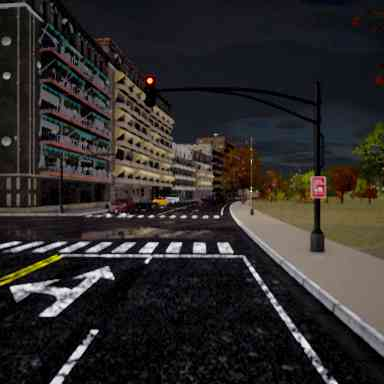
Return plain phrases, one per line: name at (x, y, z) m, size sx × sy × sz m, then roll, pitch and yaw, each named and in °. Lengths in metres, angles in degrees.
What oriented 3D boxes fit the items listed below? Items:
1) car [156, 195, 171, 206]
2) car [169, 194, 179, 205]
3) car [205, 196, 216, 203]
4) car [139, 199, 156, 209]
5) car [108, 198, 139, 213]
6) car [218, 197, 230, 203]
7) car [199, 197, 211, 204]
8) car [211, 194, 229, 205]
car at (-5.647, 1.708, 58.510) m, size 1.882 × 1.535 × 5.008 m, roll 0°, pitch 0°, yaw 8°
car at (-4.060, 1.520, 68.963) m, size 2.150 × 2.045 × 5.566 m, roll 0°, pitch 0°, yaw 9°
car at (4.384, 1.807, 79.330) m, size 1.882 × 1.535 × 5.008 m, roll 0°, pitch 0°, yaw 12°
car at (-6.993, 1.773, 48.297) m, size 1.895 × 1.301 × 4.718 m, roll 0°, pitch 0°, yaw 7°
car at (-8.019, 1.470, 38.269) m, size 2.097 × 1.767 × 4.553 m, roll 0°, pitch 0°, yaw 5°
car at (7.658, 1.862, 79.134) m, size 2.128 × 1.511 × 4.902 m, roll 0°, pitch 0°, yaw 12°
car at (2.552, 1.796, 69.132) m, size 2.128 × 1.511 × 4.902 m, roll 0°, pitch 0°, yaw 10°
car at (5.770, 1.525, 68.672) m, size 2.150 × 2.045 × 5.566 m, roll 0°, pitch 0°, yaw 10°
